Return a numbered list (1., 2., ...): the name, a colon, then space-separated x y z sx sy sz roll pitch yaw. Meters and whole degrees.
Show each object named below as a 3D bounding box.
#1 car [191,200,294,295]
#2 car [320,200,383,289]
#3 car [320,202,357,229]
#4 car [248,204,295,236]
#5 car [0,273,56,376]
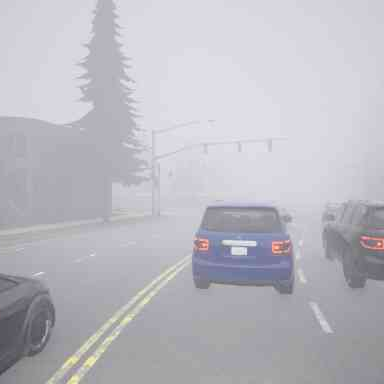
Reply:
1. car: 1.489 1.222 8.991 2.150 2.045 5.566 0 0 13
2. car: 5.056 1.221 9.053 2.150 2.045 5.566 0 0 13
3. car: 10.000 1.491 23.099 2.128 1.511 4.902 0 0 21
4. car: 4.874 1.548 19.764 2.033 1.411 5.357 0 0 21
5. car: -3.190 1.564 3.348 1.994 1.385 4.181 0 0 6
